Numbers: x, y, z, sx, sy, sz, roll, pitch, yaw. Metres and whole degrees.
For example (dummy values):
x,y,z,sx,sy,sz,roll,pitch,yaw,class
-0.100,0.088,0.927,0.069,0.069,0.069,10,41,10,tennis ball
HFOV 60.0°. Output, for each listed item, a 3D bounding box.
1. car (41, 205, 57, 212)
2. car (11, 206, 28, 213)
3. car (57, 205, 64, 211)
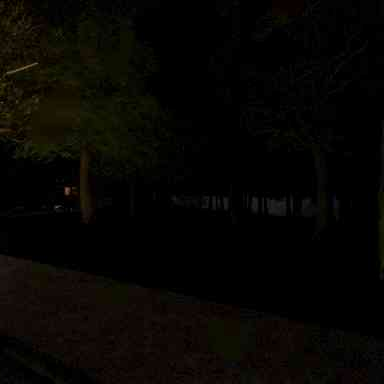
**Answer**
x,y,z,sx,sy,sz,roll,pitch,yaw,class
-33.425,3.899,77.202,1.837,1.490,4.892,0,-2,-9,car
-35.165,3.582,67.894,2.033,1.411,5.357,0,-2,-9,car
-35.141,4.253,87.485,2.128,1.511,4.902,0,-2,-9,car
